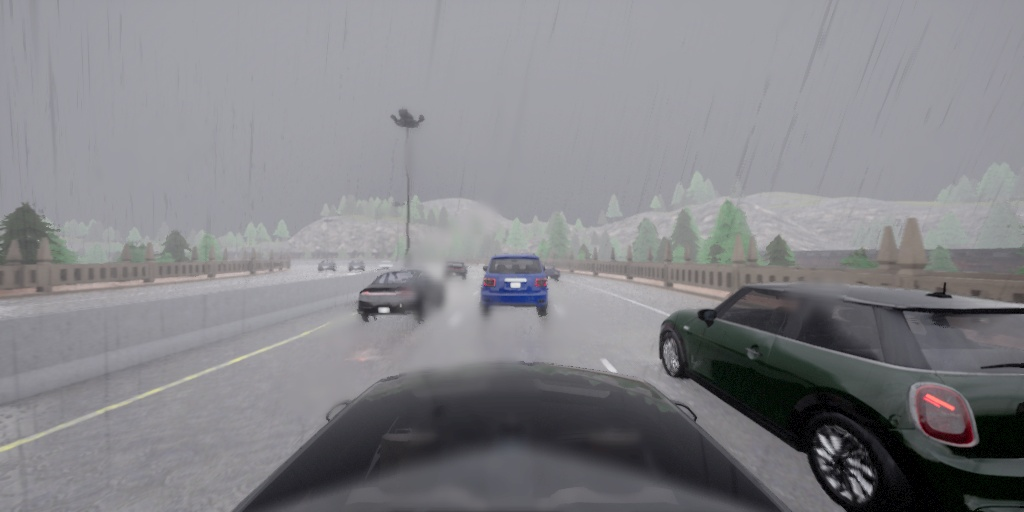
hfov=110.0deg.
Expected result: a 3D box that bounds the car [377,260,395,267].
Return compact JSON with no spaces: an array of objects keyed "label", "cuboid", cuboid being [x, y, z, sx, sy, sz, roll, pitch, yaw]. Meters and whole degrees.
[{"label":"car","cuboid":[-15.249,1.264,43.467,1.812,1.442,4.674,0,0,-18]}]

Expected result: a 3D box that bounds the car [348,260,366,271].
[{"label":"car","cuboid":[-19.842,1.244,46.025,2.128,1.511,4.902,0,0,-20]}]

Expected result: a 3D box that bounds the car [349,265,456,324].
[{"label":"car","cuboid":[-3.407,1.224,11.954,2.128,1.511,4.902,0,0,0]}]

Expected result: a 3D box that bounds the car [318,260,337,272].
[{"label":"car","cuboid":[-23.372,1.254,45.528,2.128,1.511,4.902,0,0,-21]}]

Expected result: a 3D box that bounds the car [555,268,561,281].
[{"label":"car","cuboid":[2.512,1.313,29.086,1.895,1.301,4.718,0,0,-7]}]

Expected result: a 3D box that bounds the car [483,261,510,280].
[{"label":"car","cuboid":[-1.421,1.239,31.457,1.812,1.442,4.674,0,0,-9]}]

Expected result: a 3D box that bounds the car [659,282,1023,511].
[{"label":"car","cuboid":[3.599,1.097,4.405,2.097,1.767,4.553,0,0,0]}]

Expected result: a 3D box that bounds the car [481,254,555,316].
[{"label":"car","cuboid":[0.078,0.951,13.320,2.150,2.045,5.566,0,0,-1]}]

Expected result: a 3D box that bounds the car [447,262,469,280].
[{"label":"car","cuboid":[-4.733,1.222,30.127,1.837,1.490,4.892,0,0,-9]}]
